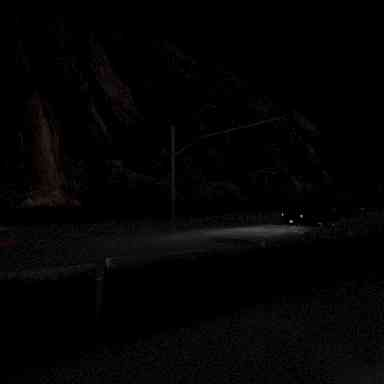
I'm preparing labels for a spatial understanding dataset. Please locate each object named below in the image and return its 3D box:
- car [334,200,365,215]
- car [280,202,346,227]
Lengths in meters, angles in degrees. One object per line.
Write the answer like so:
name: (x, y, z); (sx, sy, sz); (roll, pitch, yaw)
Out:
car: (14.271, 1.488, 31.510); (5.357, 1.411, 2.033); (0, 0, -36)
car: (8.205, 1.585, 22.812); (4.718, 1.301, 1.895); (0, 0, -36)
